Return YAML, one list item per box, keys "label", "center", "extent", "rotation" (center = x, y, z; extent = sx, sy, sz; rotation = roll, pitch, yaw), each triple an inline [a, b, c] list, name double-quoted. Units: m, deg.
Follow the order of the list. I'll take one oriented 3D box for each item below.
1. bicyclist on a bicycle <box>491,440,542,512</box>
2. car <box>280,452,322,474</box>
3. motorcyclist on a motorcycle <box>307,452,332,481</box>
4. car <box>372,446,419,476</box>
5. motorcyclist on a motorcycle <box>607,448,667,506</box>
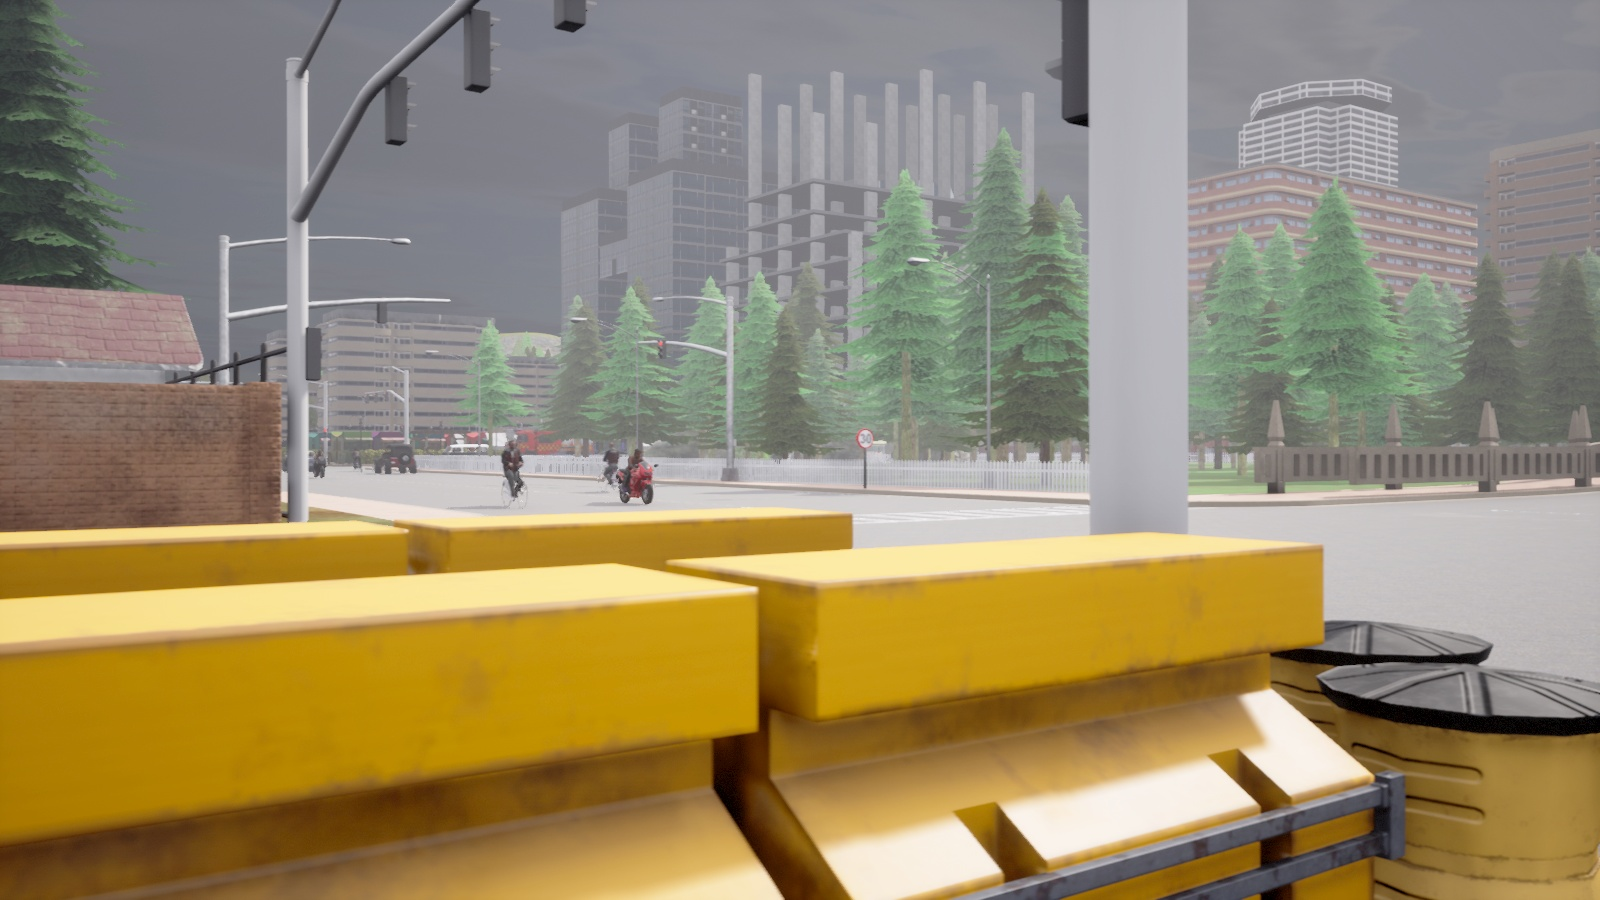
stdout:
- label: "bicyclist on a bicycle"
  center: [-7.300, 0.653, 32.237]
  extent: [0.659, 1.776, 1.843]
  rotation: [0, 0, -33]
- label: "car"
  center: [-34.567, 0.898, 86.939]
  extent: [1.970, 1.475, 3.806]
  rotation: [0, 0, -33]
- label: "motorcyclist on a motorcycle"
  center: [-25.477, 0.865, 66.567]
  extent: [0.797, 1.523, 2.044]
  rotation: [0, 0, -33]
- label: "car"
  center: [-25.725, 0.678, 79.774]
  extent: [1.905, 1.878, 3.866]
  rotation: [0, 0, -33]
- label: "motorcyclist on a motorcycle"
  center: [-4.484, 0.750, 34.330]
  extent: [0.797, 1.523, 2.044]
  rotation: [0, -2, -33]
